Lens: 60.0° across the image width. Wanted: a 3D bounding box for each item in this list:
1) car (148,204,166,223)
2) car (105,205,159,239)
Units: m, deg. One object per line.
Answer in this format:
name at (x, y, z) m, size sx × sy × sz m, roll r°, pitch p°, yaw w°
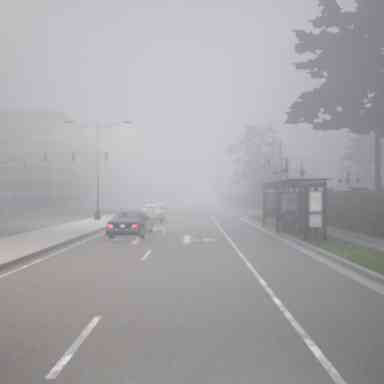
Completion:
car at (-3.227, 1.740, 27.791) m, size 1.812 × 1.442 × 4.674 m, roll 0°, pitch 0°, yaw 1°
car at (-3.286, 1.686, 18.268) m, size 2.033 × 1.411 × 5.357 m, roll 0°, pitch -1°, yaw 0°
